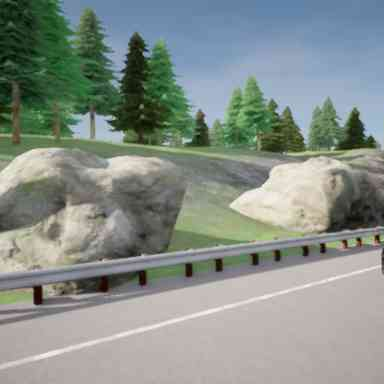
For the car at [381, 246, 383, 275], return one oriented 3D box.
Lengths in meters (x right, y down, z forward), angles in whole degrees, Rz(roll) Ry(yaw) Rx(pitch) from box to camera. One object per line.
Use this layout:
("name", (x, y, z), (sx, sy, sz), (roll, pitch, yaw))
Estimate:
("car", (6.710, 1.511, 8.530), (4.892, 1.490, 1.837), (0, 0, -35))
